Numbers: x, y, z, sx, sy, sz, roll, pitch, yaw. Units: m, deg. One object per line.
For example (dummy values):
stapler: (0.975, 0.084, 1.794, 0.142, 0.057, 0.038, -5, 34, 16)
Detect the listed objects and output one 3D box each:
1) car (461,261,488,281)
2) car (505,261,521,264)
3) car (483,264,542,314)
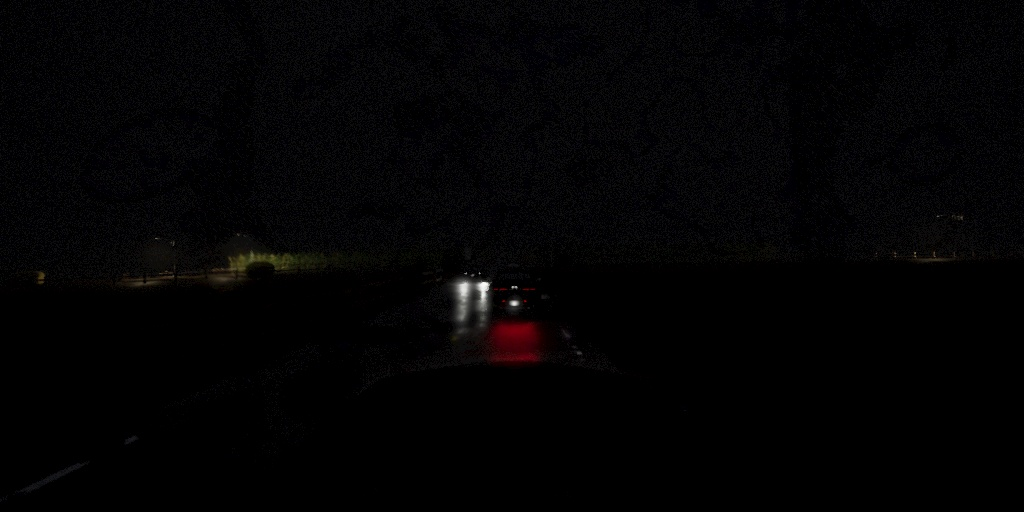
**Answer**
car: (-2.852, 1.154, 28.507, 1.837, 1.490, 4.892, 0, 0, 0)
car: (0.091, 1.168, 29.907, 1.812, 1.442, 4.674, 0, 0, 0)
car: (0.091, 1.221, 13.676, 1.837, 1.490, 4.892, 0, 0, 0)
